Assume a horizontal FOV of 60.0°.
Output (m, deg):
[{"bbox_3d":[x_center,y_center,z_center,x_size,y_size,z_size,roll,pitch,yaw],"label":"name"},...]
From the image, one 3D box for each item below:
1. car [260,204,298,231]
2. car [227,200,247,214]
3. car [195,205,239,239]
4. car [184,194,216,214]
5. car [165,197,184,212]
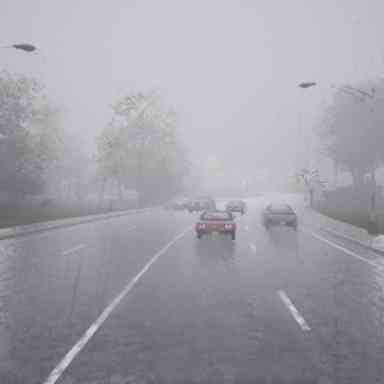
[{"bbox_3d":[5.401,1.512,20.838,2.128,1.511,4.902,0,0,9],"label":"car"},{"bbox_3d":[4.720,1.566,35.189,2.033,1.411,5.357,0,0,14],"label":"car"},{"bbox_3d":[1.347,1.607,17.373,1.895,1.301,4.718,0,0,7],"label":"car"},{"bbox_3d":[1.147,1.227,35.990,2.150,2.045,5.566,0,0,14],"label":"car"},{"bbox_3d":[-1.617,1.341,39.285,2.097,1.767,4.553,0,0,15],"label":"car"}]
